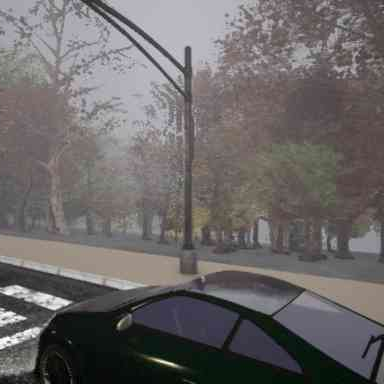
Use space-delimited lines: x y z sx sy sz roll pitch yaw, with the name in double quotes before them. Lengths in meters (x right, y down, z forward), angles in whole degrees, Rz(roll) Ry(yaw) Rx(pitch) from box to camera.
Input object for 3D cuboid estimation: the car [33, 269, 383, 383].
"car" 0.177 1.586 3.557 4.181 1.385 1.994 -1 0 35
